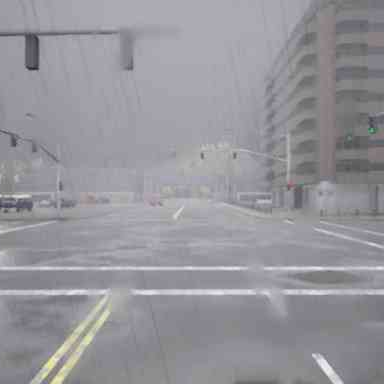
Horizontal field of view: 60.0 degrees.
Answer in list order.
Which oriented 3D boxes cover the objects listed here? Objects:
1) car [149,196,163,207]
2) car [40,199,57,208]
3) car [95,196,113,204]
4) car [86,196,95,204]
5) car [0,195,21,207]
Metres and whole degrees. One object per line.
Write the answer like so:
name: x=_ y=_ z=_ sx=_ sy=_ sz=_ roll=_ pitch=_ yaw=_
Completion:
car: x=-7.027 y=1.840 z=65.659 sx=2.150 sy=2.045 sz=5.566 roll=0 pitch=-1 yaw=1
car: x=-26.716 y=1.980 z=62.063 sx=1.970 sy=1.475 sz=3.806 roll=0 pitch=-1 yaw=0
car: x=-21.056 y=1.902 z=79.458 sx=1.932 sy=1.855 sz=4.605 roll=0 pitch=-1 yaw=0
car: x=-23.950 y=1.905 z=79.522 sx=1.905 sy=1.878 sz=3.866 roll=0 pitch=-1 yaw=0
car: x=-43.574 y=1.905 z=79.553 sx=1.905 sy=1.878 sz=3.866 roll=0 pitch=-1 yaw=0
